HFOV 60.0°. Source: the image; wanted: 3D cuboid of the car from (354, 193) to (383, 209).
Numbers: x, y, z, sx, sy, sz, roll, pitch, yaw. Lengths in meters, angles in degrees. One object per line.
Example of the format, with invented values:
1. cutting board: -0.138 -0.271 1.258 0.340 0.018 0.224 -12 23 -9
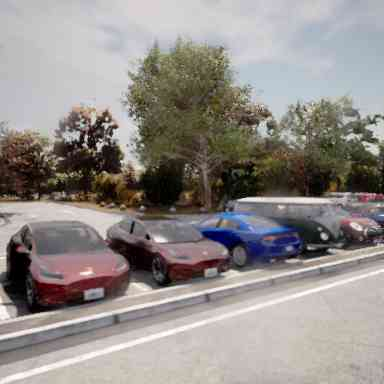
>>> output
1. car: 25.132 1.109 44.544 2.435 2.045 5.566 0 0 -36

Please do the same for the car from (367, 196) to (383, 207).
1. car: 27.357 1.377 46.206 2.163 1.488 4.792 0 0 -36

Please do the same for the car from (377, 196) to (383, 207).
1. car: 29.653 1.362 47.779 2.163 1.488 4.792 0 0 -36

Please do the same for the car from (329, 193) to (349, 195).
1. car: 16.071 1.141 38.127 2.435 2.045 5.566 0 0 -36

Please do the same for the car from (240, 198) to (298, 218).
1. car: 7.168 1.415 31.490 1.946 1.575 5.366 0 0 -36

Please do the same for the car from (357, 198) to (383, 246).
1. car: 5.862 1.316 14.735 2.185 1.767 4.553 0 0 -36

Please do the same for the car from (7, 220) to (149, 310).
1. car: -3.219 1.497 8.159 2.163 1.488 4.792 0 0 -36

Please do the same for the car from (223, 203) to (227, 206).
1. car: 4.799 1.425 30.029 2.231 1.521 4.892 0 0 -36

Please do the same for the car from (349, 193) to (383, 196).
1. car: 12.735 1.170 19.582 2.435 2.045 5.566 0 0 -36

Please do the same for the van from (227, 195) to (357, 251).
1. van: 3.669 1.222 12.983 1.878 1.987 4.442 0 0 -36

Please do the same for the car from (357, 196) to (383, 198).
1. car: 10.458 1.303 17.948 2.185 1.767 4.553 0 0 -36

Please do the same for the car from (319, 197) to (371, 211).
1. car: 18.237 1.382 39.871 1.946 1.575 5.366 0 0 -36

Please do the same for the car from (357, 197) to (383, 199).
1. car: 8.178 1.309 16.316 2.185 1.767 4.553 0 0 -36

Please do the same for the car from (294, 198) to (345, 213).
1. car: 13.848 1.428 36.465 2.163 1.488 4.792 0 0 -36

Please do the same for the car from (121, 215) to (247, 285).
1. car: -0.940 1.491 9.790 2.163 1.488 4.792 0 0 -36

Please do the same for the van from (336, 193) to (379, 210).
1. van: 20.533 1.153 41.429 1.878 1.987 4.442 0 0 -36

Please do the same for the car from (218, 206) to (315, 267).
1. car: 1.325 1.455 11.442 2.097 1.535 5.008 0 0 -36

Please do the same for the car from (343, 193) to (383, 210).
1. car: 22.842 1.121 42.974 2.435 2.045 5.566 0 0 -36

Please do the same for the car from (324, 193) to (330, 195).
1. car: 11.555 1.279 34.896 2.185 1.767 4.553 0 0 -36
